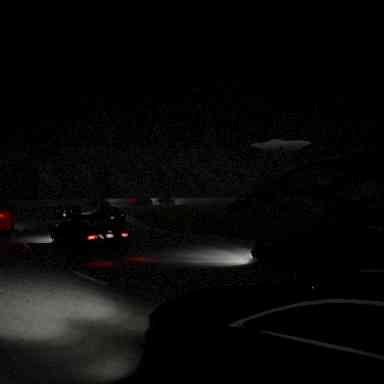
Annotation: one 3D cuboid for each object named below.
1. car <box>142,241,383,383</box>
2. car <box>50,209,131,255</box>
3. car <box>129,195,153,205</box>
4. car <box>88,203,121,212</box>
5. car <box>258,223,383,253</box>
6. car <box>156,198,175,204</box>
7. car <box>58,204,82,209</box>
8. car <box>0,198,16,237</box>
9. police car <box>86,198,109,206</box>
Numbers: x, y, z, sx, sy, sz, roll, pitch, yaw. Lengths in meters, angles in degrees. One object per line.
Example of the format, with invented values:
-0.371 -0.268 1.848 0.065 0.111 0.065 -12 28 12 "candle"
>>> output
1.647 1.515 3.129 4.902 1.511 2.128 0 0 37 "car"
-4.452 1.653 14.044 2.033 1.411 5.357 0 0 -36 "car"
-10.797 1.744 70.437 2.150 2.045 5.566 0 -1 36 "car"
-6.184 1.748 24.578 1.994 1.385 4.181 0 0 -23 "car"
4.435 1.620 9.642 5.357 1.411 2.033 0 -1 39 "car"
-6.072 2.067 76.044 1.837 1.490 4.892 0 -1 44 "car"
-12.164 1.846 33.033 1.895 1.301 4.718 0 0 -9 "car"
-11.265 1.361 18.626 2.150 2.045 5.566 0 0 -27 "car"
-16.792 1.868 59.839 1.930 1.638 5.238 0 0 23 "police car"
